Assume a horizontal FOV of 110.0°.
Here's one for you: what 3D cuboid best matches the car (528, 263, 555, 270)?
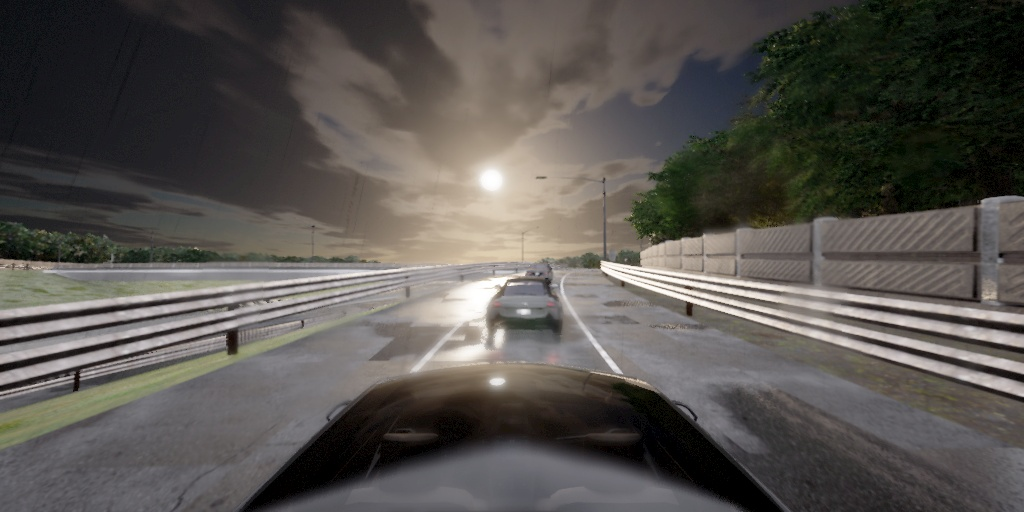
[{"bbox_3d":[2.119,1.232,26.726,2.033,1.411,5.357,0,0,9],"label":"car"}]

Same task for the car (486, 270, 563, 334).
[{"bbox_3d":[0.416,1.293,10.556,1.994,1.385,4.181,0,0,4],"label":"car"}]
